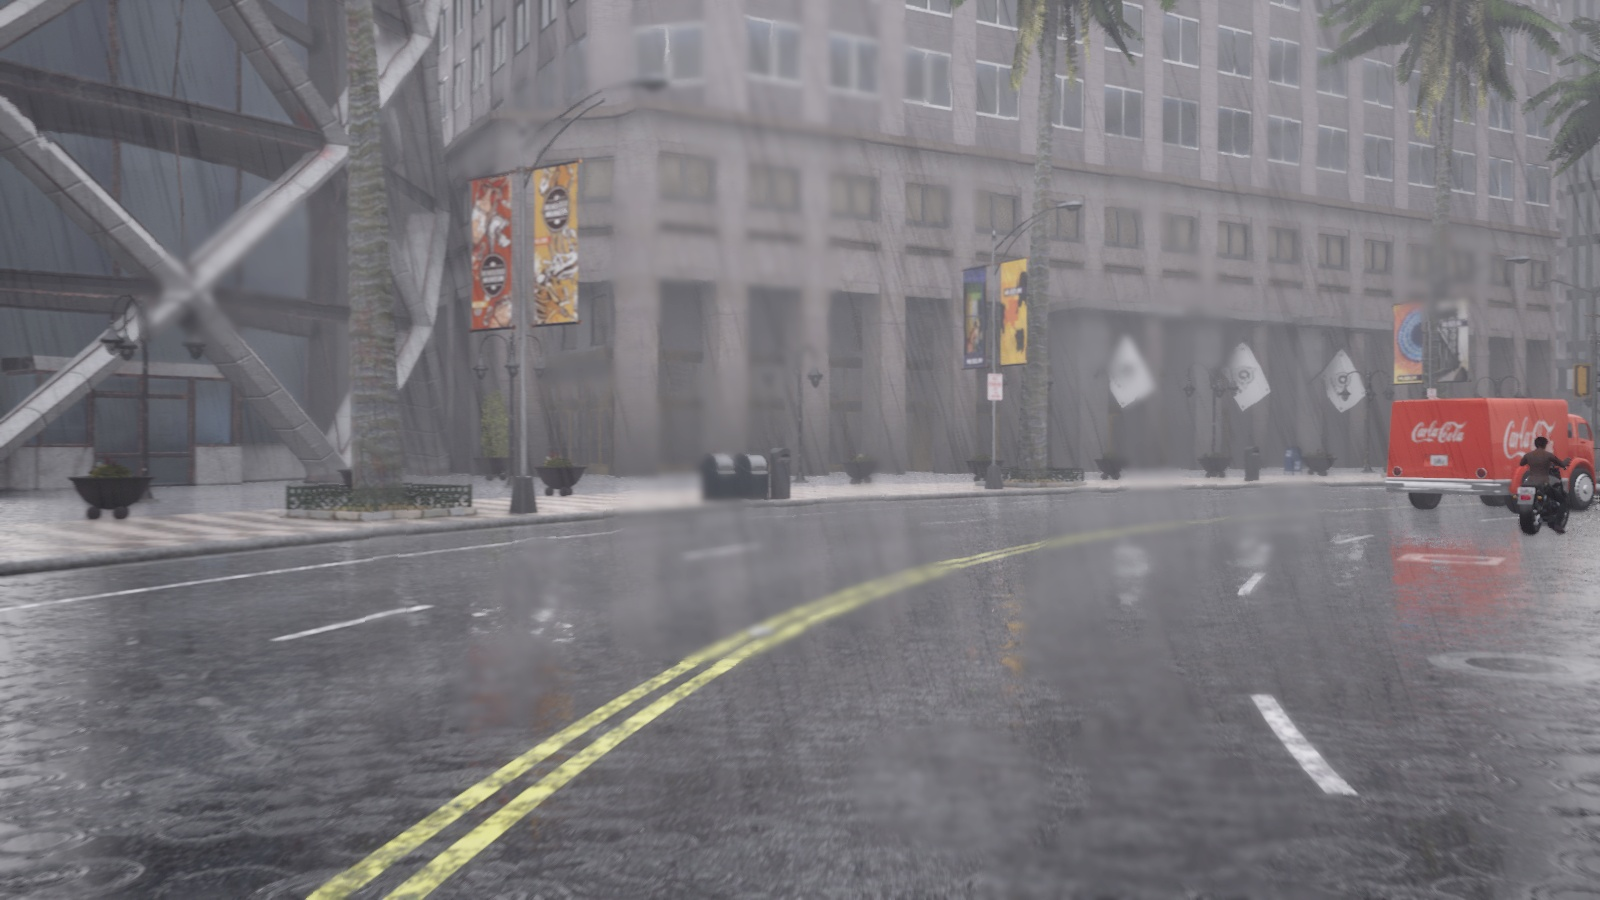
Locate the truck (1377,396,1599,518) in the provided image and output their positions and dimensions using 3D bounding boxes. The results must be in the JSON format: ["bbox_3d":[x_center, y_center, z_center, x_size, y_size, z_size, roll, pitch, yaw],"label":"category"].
[{"bbox_3d":[15.595,0.129,27.955,5.204,2.467,2.627,0,0,-34],"label":"truck"}]

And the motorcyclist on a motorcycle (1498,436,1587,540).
[{"bbox_3d":[12.457,0.599,21.030,0.766,1.649,2.350,0,0,44],"label":"motorcyclist on a motorcycle"}]
